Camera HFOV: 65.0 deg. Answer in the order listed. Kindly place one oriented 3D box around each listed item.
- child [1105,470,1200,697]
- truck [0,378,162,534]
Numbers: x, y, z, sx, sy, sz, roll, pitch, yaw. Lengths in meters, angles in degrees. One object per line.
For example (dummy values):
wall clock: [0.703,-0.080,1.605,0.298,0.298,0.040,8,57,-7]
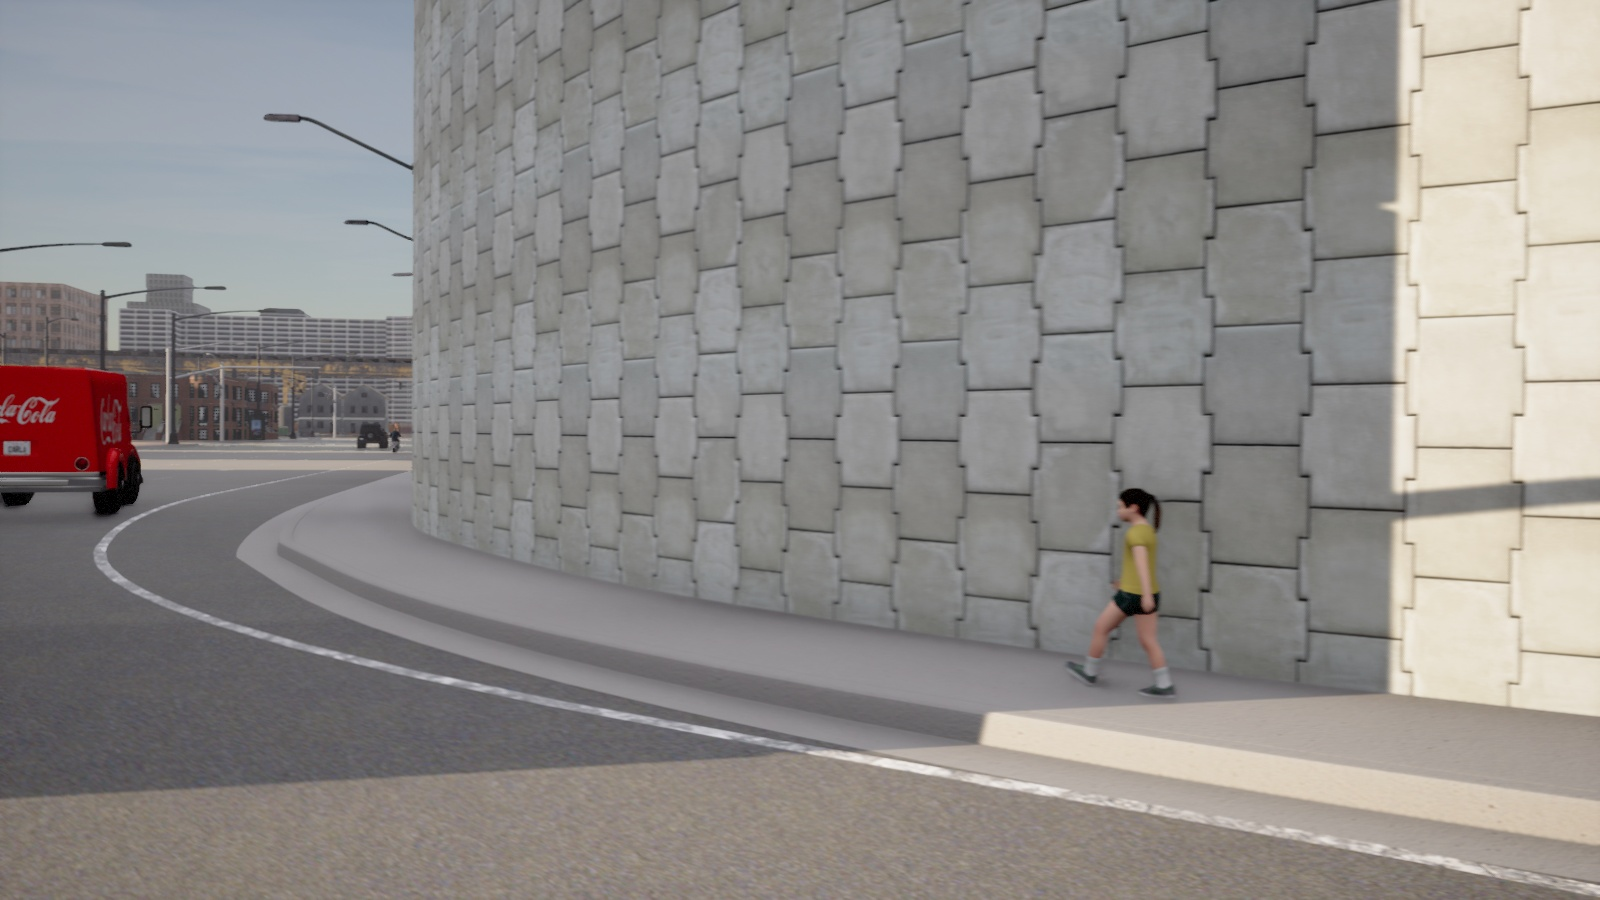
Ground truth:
child: [1.803,0.664,6.429,0.394,1.110,0.255,0,1,37]
truck: [-13.227,0.065,22.325,2.627,2.467,5.204,-1,1,-19]
